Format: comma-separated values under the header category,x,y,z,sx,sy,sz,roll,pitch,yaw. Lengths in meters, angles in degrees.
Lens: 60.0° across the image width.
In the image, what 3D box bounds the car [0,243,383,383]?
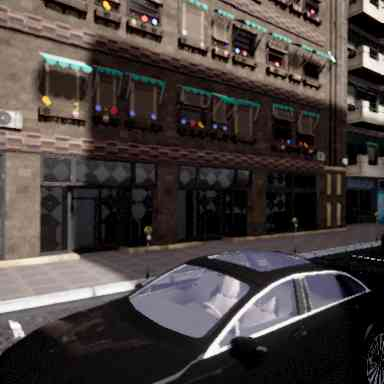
category,x,y,z,sx,sy,sz,roll,pitch,yaw
car,0.487,1.508,3.720,4.902,1.511,2.128,0,0,-35

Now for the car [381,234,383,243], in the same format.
category,x,y,z,sx,sy,sz,roll,pitch,yaw
car,9.207,1.665,13.093,4.313,1.339,1.947,0,0,-35
